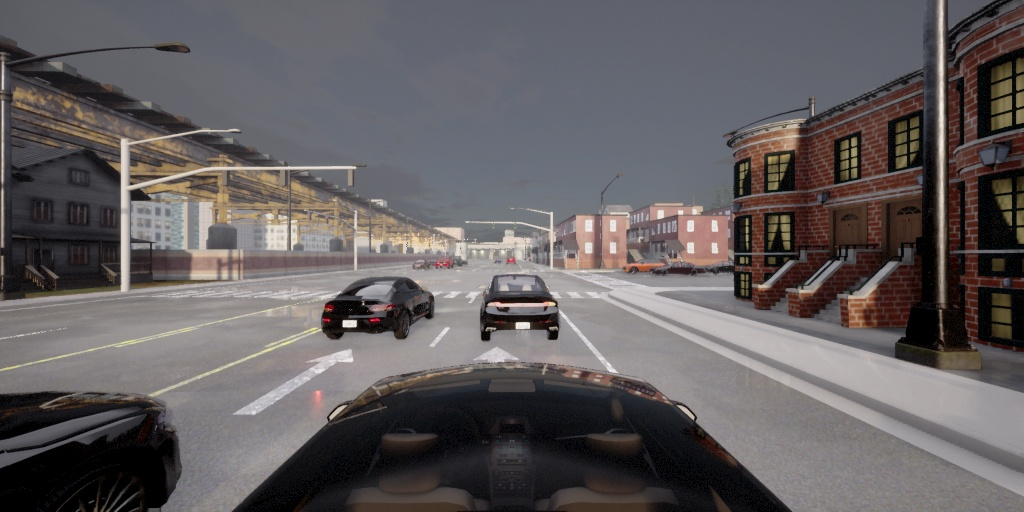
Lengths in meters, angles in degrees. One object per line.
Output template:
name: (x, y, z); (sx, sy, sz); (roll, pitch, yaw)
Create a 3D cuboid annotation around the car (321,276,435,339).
car: (-3.450, 1.276, 9.937); (1.812, 1.442, 4.674); (0, 0, 0)

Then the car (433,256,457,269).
car: (-10.737, 0.971, 57.273); (2.150, 2.045, 5.566); (0, 0, 0)

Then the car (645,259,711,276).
car: (16.899, 1.297, 36.715); (5.357, 1.411, 2.033); (0, 0, 0)

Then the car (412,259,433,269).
car: (-14.238, 1.276, 56.391); (1.812, 1.442, 4.674); (0, 0, 0)

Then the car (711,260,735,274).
car: (23.890, 1.241, 40.226); (4.902, 1.511, 2.128); (0, 0, 0)

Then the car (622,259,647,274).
car: (14.743, 1.102, 40.198); (4.553, 1.767, 2.097); (0, 0, 0)

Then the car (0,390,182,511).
car: (-3.395, 1.242, 0.668); (2.128, 1.511, 4.902); (0, 0, 0)

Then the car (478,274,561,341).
car: (0.092, 1.242, 9.905); (2.128, 1.511, 4.902); (0, 0, -3)
